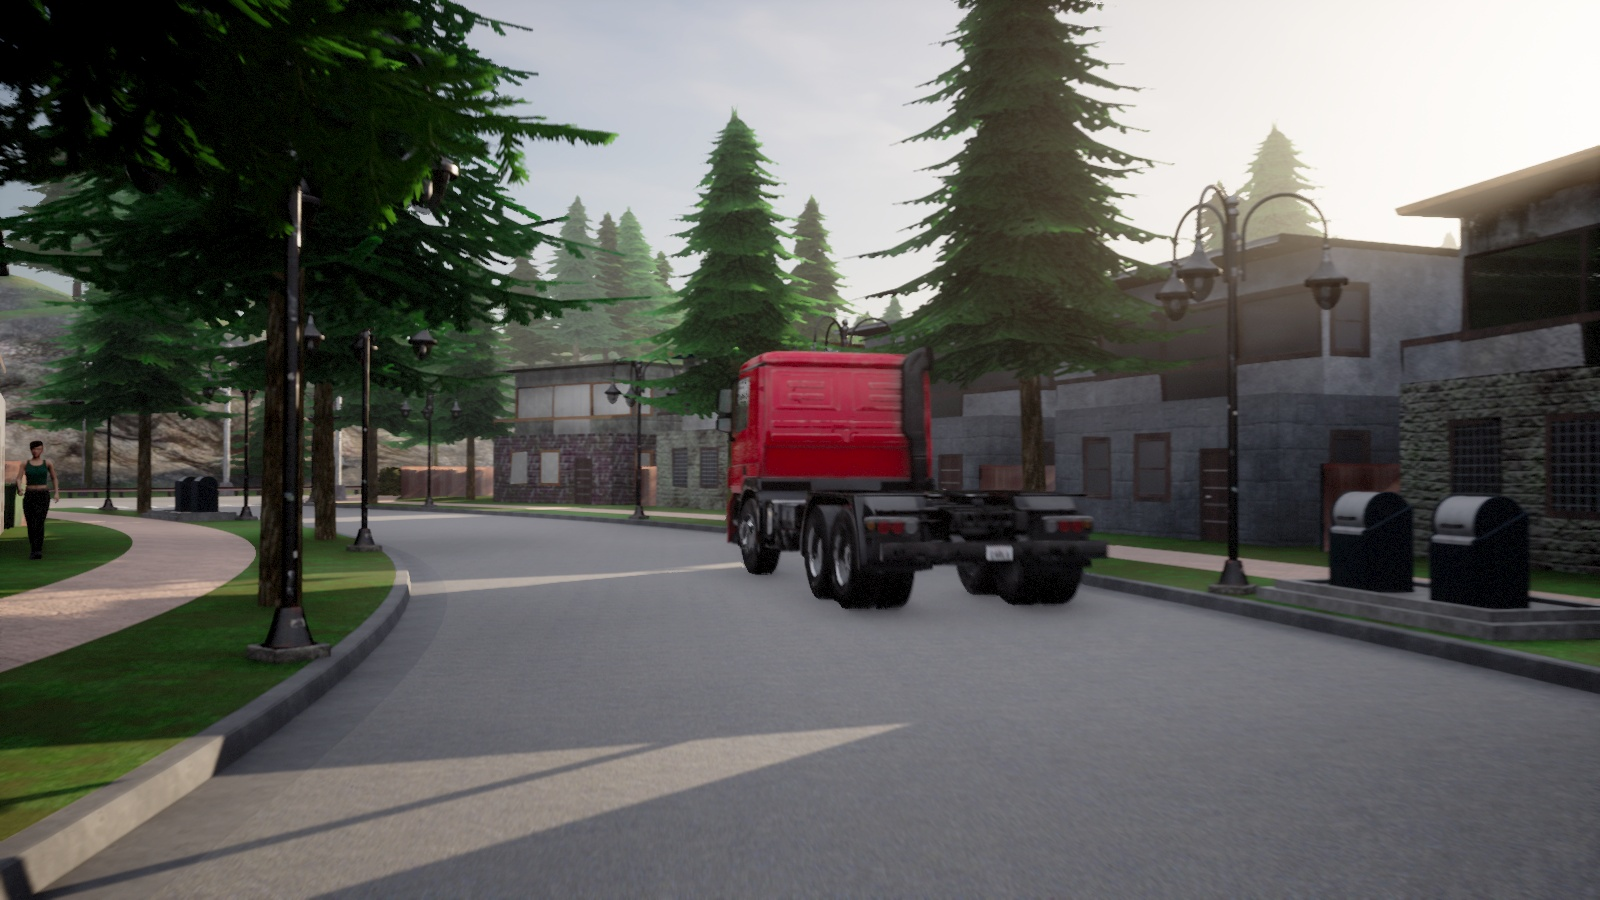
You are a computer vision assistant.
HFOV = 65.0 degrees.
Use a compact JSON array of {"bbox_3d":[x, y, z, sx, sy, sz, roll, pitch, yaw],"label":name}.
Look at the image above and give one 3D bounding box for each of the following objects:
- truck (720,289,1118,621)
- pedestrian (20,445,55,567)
[{"bbox_3d":[1.078,0.117,17.269,2.891,3.462,7.936,0,-1,-15],"label":"truck"},{"bbox_3d":[-11.697,0.846,19.265,0.345,1.836,0.594,0,-1,-21],"label":"pedestrian"}]
